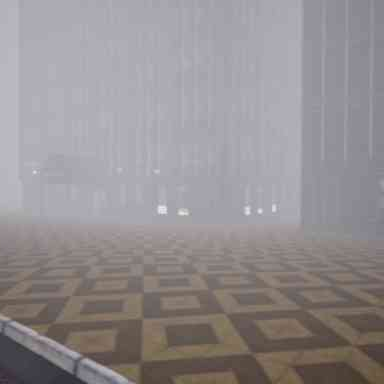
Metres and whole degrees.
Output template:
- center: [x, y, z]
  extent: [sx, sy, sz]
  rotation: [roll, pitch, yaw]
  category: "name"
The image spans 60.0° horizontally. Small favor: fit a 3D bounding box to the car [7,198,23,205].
- center: [-36.553, 1.887, 70.059]
  extent: [1.967, 1.590, 4.097]
  rotation: [0, 0, 37]
  category: "car"
